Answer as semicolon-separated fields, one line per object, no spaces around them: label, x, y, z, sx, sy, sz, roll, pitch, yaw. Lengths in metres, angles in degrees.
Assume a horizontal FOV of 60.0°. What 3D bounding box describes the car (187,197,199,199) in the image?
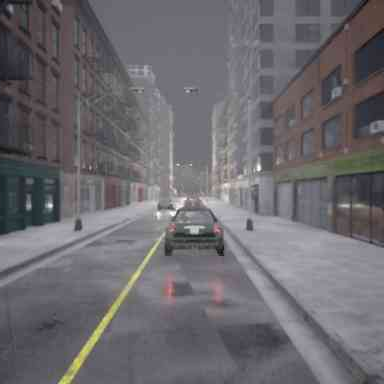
car;0.115;1.304;36.728;2.097;1.767;4.553;0;0;0

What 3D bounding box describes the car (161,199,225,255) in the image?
car;0.093;1.332;13.323;2.097;1.767;4.553;0;0;0

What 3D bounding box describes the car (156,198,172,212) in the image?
car;-2.982;1.457;38.744;1.837;1.490;4.892;0;0;0
